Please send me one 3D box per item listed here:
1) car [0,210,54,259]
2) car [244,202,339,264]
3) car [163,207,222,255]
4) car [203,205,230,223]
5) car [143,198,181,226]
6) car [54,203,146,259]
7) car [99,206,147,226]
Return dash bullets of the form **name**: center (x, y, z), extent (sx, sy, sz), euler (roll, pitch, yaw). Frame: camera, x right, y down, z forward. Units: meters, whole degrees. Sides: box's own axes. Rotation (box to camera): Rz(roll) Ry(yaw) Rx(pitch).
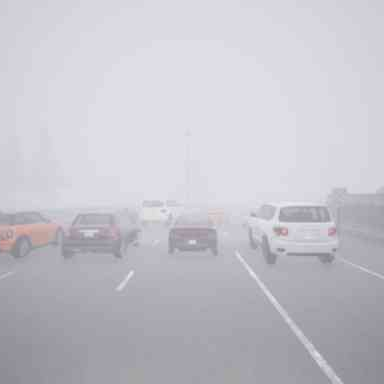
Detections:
- **car**: center (-6.922, 1.500, 13.403), extent (2.097, 1.767, 4.553), euler (0, -1, 2)
- **car**: center (3.534, 1.365, 12.589), extent (2.150, 2.045, 5.566), euler (0, 0, 1)
- **car**: center (0.105, 1.635, 14.187), extent (1.882, 1.535, 5.008), euler (0, -1, 2)
- **car**: center (1.720, 1.769, 26.423), extent (1.882, 1.535, 5.008), euler (0, 0, 16)
- **car**: center (-2.199, 1.507, 25.564), extent (2.150, 2.045, 5.566), euler (0, 0, 14)
- **car**: center (-3.423, 1.500, 13.404), extent (2.097, 1.767, 4.553), euler (0, -1, 2)
- **car**: center (-5.425, 1.898, 26.962), extent (1.895, 1.301, 4.718), euler (0, -1, 15)
